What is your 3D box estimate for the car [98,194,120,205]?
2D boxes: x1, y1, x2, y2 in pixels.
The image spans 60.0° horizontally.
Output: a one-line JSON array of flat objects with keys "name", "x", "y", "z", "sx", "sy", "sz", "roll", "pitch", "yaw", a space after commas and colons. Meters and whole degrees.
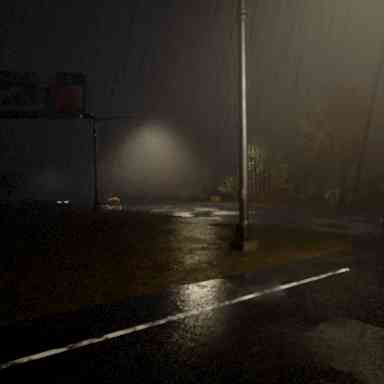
[{"name": "car", "x": -12.265, "y": 1.099, "z": 48.809, "sx": 1.882, "sy": 1.535, "sz": 5.008, "roll": -1, "pitch": 1, "yaw": -36}]
